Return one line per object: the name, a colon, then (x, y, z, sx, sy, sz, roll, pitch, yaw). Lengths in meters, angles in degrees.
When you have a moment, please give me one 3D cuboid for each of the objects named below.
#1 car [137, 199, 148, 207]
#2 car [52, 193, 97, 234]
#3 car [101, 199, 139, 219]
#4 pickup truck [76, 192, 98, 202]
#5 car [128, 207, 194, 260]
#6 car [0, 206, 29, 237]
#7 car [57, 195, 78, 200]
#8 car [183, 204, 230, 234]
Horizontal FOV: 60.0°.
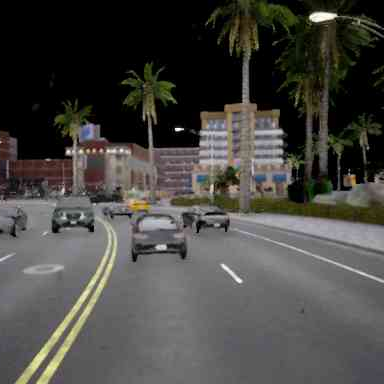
car: (-6.336, 1.446, 36.018, 1.882, 1.535, 5.008, 0, 0, -29)
car: (-6.938, 1.220, 19.773, 2.150, 2.045, 5.566, 0, 0, -18)
car: (-6.674, 1.528, 29.416, 2.033, 1.411, 5.357, 0, 0, -25)
pickup truck: (-23.732, 1.070, 75.646, 2.390, 2.098, 6.274, 0, 0, 6)
car: (-1.335, 1.512, 12.309, 1.812, 1.442, 4.674, 0, 0, -10)
car: (-10.010, 1.505, 17.709, 2.128, 1.511, 4.902, 0, 0, -18)
car: (-33.217, 1.419, 88.729, 4.674, 1.452, 2.002, 0, 0, 6)
car: (0.630, 1.458, 19.181, 2.128, 1.511, 4.902, 0, 0, -15)
